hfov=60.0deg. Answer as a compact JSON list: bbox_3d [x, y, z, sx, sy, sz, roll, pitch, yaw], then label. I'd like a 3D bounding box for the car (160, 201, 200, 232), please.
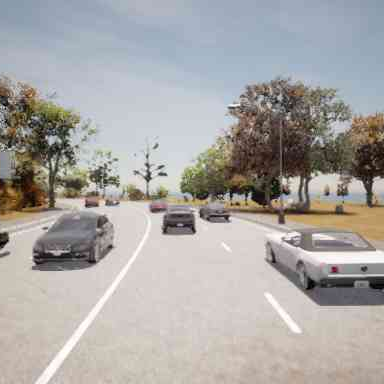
[{"bbox_3d":[-0.875,1.510,20.196,1.837,1.490,4.892,0,0,-6],"label":"car"}]

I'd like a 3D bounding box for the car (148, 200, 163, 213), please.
[{"bbox_3d":[-3.902,1.574,38.130,1.994,1.385,4.181,0,0,-13],"label":"car"}]

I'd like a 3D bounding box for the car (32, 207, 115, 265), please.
[{"bbox_3d":[-3.967,1.510,11.875,1.837,1.490,4.892,0,0,-3],"label":"car"}]

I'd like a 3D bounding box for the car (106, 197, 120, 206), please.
[{"bbox_3d":[-12.878,1.499,54.044,2.128,1.511,4.902,0,0,-22],"label":"car"}]

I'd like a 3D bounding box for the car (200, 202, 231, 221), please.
[{"bbox_3d":[1.770,1.554,27.645,2.033,1.411,5.357,0,0,-8],"label":"car"}]

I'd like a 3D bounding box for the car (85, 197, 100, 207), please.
[{"bbox_3d":[-14.802,1.480,49.307,1.882,1.535,5.008,0,0,-20],"label":"car"}]

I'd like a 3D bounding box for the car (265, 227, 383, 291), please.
[{"bbox_3d":[3.394,1.600,9.024,1.895,1.301,4.718,0,0,-2],"label":"car"}]

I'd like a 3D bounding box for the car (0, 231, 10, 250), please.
[{"bbox_3d":[-7.338,1.608,9.618,1.895,1.301,4.718,0,0,-2],"label":"car"}]
